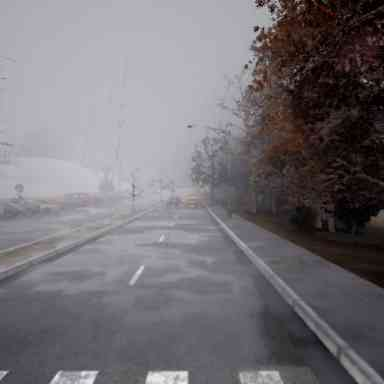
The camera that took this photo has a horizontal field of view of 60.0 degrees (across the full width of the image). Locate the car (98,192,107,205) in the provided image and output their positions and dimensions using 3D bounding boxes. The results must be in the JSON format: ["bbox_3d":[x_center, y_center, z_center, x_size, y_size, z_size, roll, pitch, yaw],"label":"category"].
[{"bbox_3d":[-16.795,1.122,52.331,5.566,2.045,2.435,-1,0,-20],"label":"car"}]

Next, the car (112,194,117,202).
[{"bbox_3d":[-16.776,1.147,61.275,4.553,1.767,2.185,-1,1,-20],"label":"car"}]

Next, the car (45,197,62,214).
[{"bbox_3d":[-16.670,1.525,34.482,5.366,1.575,1.946,-1,0,-20],"label":"car"}]

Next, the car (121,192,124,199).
[{"bbox_3d":[-16.769,1.235,67.267,4.792,1.488,2.163,-1,0,-20],"label":"car"}]

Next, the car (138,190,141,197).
[{"bbox_3d":[-16.769,1.001,88.268,4.674,1.452,2.002,-1,1,-20],"label":"car"}]

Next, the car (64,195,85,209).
[{"bbox_3d":[-16.825,1.508,43.367,4.674,1.452,2.002,-1,1,-20],"label":"car"}]

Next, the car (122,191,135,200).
[{"bbox_3d":[-16.752,1.100,79.272,4.792,1.488,2.163,-1,0,-20],"label":"car"}]

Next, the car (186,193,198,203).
[{"bbox_3d":[0.050,1.128,61.436,2.097,1.767,4.553,0,1,0],"label":"car"}]

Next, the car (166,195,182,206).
[{"bbox_3d":[-2.958,1.380,51.355,2.128,1.511,4.902,0,1,0],"label":"car"}]

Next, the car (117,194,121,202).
[{"bbox_3d":[-16.795,1.280,64.249,4.674,1.452,2.002,-1,1,-20],"label":"car"}]

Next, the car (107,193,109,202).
[{"bbox_3d":[-16.806,1.341,55.302,4.892,1.521,2.231,-1,1,-20],"label":"car"}]

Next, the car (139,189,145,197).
[{"bbox_3d":[-16.738,0.669,91.283,5.566,2.045,2.435,-1,1,-20],"label":"car"}]

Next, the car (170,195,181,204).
[{"bbox_3d":[-2.949,1.295,61.468,1.812,1.442,4.674,0,1,0],"label":"car"}]

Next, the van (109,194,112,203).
[{"bbox_3d":[-16.919,1.083,58.239,4.442,1.987,1.878,-1,1,-20],"label":"van"}]

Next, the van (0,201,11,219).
[{"bbox_3d":[-16.749,1.325,25.508,4.442,1.987,1.878,-1,0,-20],"label":"van"}]

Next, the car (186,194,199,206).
[{"bbox_3d":[0.042,1.366,51.352,1.882,1.535,5.008,0,1,0],"label":"car"}]

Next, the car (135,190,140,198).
[{"bbox_3d":[-16.941,1.001,85.195,5.366,1.575,1.946,-1,1,-20],"label":"car"}]

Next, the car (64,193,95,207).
[{"bbox_3d":[-16.854,1.189,46.335,5.566,2.045,2.435,-1,1,-20],"label":"car"}]

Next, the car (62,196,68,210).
[{"bbox_3d":[-16.810,1.544,37.410,4.792,1.488,2.163,-1,0,-20],"label":"car"}]

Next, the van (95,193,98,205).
[{"bbox_3d":[-16.715,1.180,49.378,4.442,1.987,1.878,-1,0,-20],"label":"van"}]

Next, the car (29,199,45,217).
[{"bbox_3d":[-16.872,1.574,31.413,4.792,1.488,2.163,-1,0,-20],"label":"car"}]

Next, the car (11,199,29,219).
[{"bbox_3d":[-16.845,1.588,28.441,4.674,1.452,2.002,-1,0,-20],"label":"car"}]
